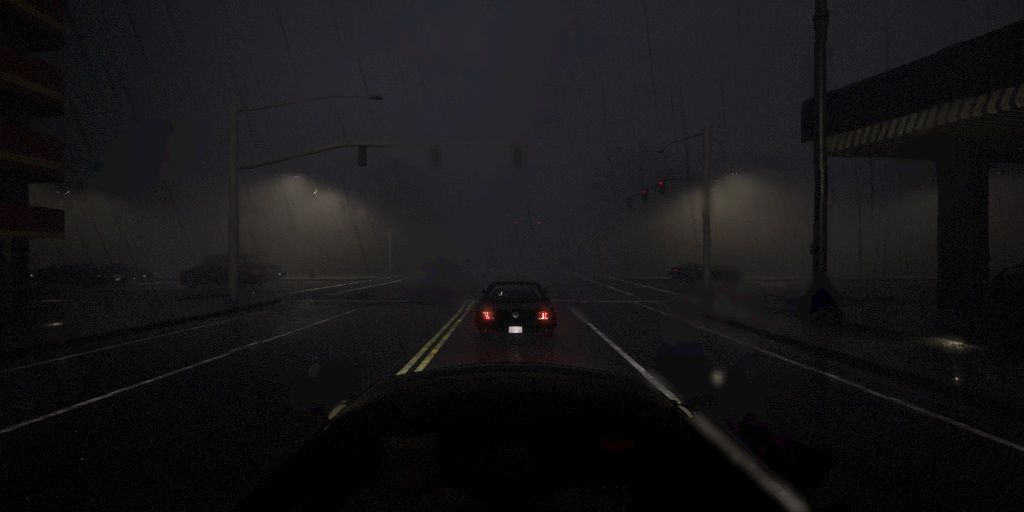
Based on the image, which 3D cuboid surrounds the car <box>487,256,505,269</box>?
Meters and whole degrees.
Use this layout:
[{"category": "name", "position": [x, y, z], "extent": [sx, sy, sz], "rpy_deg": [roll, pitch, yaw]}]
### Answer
[{"category": "car", "position": [-2.694, 0.972, 56.789], "extent": [2.150, 2.045, 5.566], "rpy_deg": [0, 0, 1]}]

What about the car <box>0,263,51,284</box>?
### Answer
[{"category": "car", "position": [-37.991, 1.276, 26.825], "extent": [4.674, 1.442, 1.812], "rpy_deg": [0, 0, 1]}]

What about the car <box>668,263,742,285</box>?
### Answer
[{"category": "car", "position": [13.903, 1.241, 25.914], "extent": [4.902, 1.511, 2.128], "rpy_deg": [0, 0, 1]}]

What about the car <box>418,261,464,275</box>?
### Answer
[{"category": "car", "position": [-7.635, 1.241, 38.798], "extent": [4.902, 1.511, 2.128], "rpy_deg": [0, 1, -29]}]

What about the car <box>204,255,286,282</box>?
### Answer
[{"category": "car", "position": [-19.891, 0.971, 26.509], "extent": [5.566, 2.045, 2.150], "rpy_deg": [0, 0, 1]}]

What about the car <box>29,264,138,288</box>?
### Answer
[{"category": "car", "position": [-27.833, 1.241, 23.135], "extent": [4.902, 1.511, 2.128], "rpy_deg": [0, 0, 1]}]

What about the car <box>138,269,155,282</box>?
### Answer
[{"category": "car", "position": [-29.309, 1.314, 26.659], "extent": [4.181, 1.385, 1.994], "rpy_deg": [0, 0, 0]}]

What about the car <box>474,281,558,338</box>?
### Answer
[{"category": "car", "position": [0.097, 1.351, 10.193], "extent": [1.895, 1.301, 4.718], "rpy_deg": [0, 0, 0]}]

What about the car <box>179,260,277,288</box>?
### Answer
[{"category": "car", "position": [-18.330, 1.228, 22.961], "extent": [5.008, 1.535, 1.882], "rpy_deg": [0, 0, 1]}]
